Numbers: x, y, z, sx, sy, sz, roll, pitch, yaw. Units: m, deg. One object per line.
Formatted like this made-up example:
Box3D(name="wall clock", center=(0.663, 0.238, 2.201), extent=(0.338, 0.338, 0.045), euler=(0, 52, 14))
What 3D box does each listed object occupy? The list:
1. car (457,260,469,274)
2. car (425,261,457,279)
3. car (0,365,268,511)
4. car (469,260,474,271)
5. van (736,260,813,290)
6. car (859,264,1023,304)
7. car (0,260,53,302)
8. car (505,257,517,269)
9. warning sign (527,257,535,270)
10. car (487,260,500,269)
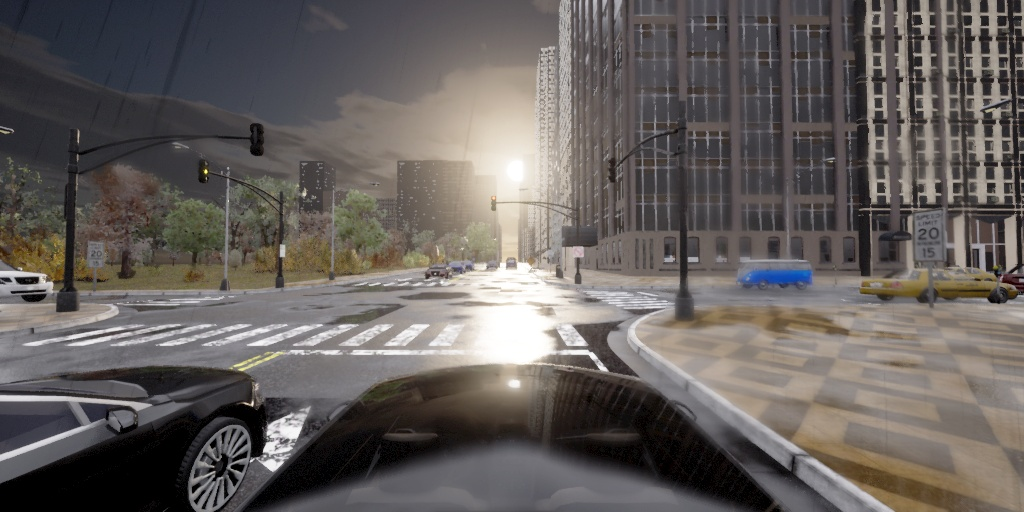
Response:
Box3D(name="car", center=(-6.717, 1.329, 43.386), extent=(1.882, 1.535, 5.008), euler=(0, 0, 0))
Box3D(name="car", center=(-6.685, 1.379, 33.256), extent=(1.994, 1.385, 4.181), euler=(0, 0, 0))
Box3D(name="car", center=(-3.143, 1.241, 1.308), extent=(2.128, 1.511, 4.902), euler=(0, 0, 0))
Box3D(name="car", center=(-6.740, 1.378, 53.619), extent=(1.882, 1.535, 5.008), euler=(0, 0, 0))
Box3D(name="van", center=(15.888, 1.122, 21.778), extent=(3.998, 1.789, 1.690), euler=(0, 0, -1))
Box3D(name="car", center=(16.292, 1.075, 13.761), extent=(4.829, 1.417, 1.751), euler=(0, 0, -1))
Box3D(name="car", center=(-23.575, 1.057, 15.455), extent=(5.566, 2.045, 2.150), euler=(0, -2, -1))
Box3D(name="car", center=(-0.077, 1.430, 62.534), extent=(1.882, 1.535, 5.008), euler=(0, 0, 0))
Box3D(name="warning sign", center=(2.709, 1.000, 50.679), extent=(1.300, 1.860, 1.060), euler=(0, 0, 0))
Box3D(name="car", center=(-3.326, 1.491, 61.231), extent=(2.033, 1.411, 5.357), euler=(0, 0, 0))
